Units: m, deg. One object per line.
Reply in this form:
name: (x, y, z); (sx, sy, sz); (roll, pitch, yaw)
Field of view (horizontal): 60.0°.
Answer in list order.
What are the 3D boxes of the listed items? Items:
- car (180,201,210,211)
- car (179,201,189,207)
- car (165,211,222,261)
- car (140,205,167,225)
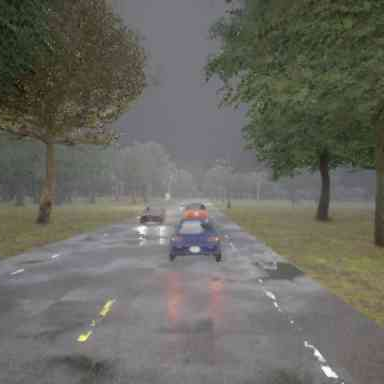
car: (0.398, 1.734, 27.288); (2.097, 1.767, 4.553); (0, -1, 2)
car: (-1.641, 2.596, 72.444); (1.895, 1.301, 4.718); (0, -1, 2)
car: (0.146, 1.705, 12.978); (1.812, 1.442, 4.674); (0, -1, 1)
car: (-3.227, 1.876, 28.279); (1.882, 1.535, 5.008); (0, 0, -1)
